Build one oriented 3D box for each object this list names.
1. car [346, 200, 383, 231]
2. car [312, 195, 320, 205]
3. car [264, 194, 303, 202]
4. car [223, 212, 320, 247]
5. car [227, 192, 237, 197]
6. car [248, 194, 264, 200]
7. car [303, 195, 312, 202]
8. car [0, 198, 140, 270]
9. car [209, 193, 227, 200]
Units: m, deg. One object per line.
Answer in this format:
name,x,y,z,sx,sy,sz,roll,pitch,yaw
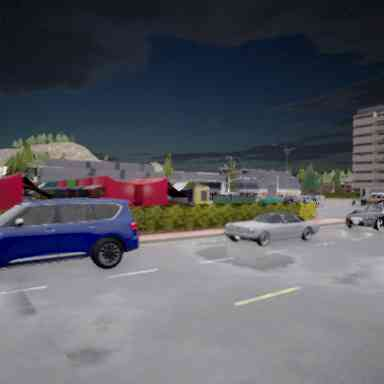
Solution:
car,11.571,1.503,20.829,4.902,1.511,2.128,0,0,-35
car,17.919,1.463,52.038,1.970,1.475,3.806,0,0,-35
car,13.385,1.215,48.788,1.932,1.855,4.605,0,0,-35
car,3.716,1.602,15.245,4.718,1.301,1.895,0,0,-35
car,8.512,1.198,85.173,1.932,1.855,4.605,0,0,-35
car,13.949,1.453,67.709,1.970,1.475,3.806,0,0,-35
car,15.551,1.429,50.373,1.784,1.438,3.905,0,0,-35
car,-4.231,1.213,9.574,5.566,2.045,2.150,0,0,-36
car,6.114,1.198,83.553,1.905,1.878,3.866,0,0,-35
